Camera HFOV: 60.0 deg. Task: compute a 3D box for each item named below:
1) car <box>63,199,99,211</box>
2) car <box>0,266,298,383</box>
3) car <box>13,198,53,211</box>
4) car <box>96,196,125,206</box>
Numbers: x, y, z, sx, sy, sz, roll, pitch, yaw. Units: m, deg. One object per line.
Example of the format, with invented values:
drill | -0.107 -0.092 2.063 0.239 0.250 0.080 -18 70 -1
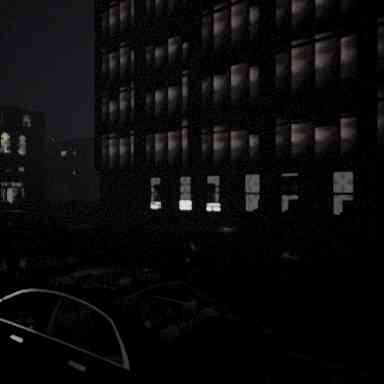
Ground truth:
car | -12.340 1.456 37.396 1.802 1.307 4.206 0 0 36
car | -1.126 1.530 3.681 4.403 1.369 2.008 0 0 35
car | -18.486 1.415 38.865 1.994 1.385 4.181 0 0 36
car | -12.557 1.357 51.302 1.967 1.590 4.097 0 0 36
